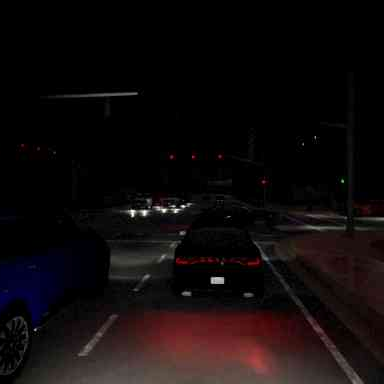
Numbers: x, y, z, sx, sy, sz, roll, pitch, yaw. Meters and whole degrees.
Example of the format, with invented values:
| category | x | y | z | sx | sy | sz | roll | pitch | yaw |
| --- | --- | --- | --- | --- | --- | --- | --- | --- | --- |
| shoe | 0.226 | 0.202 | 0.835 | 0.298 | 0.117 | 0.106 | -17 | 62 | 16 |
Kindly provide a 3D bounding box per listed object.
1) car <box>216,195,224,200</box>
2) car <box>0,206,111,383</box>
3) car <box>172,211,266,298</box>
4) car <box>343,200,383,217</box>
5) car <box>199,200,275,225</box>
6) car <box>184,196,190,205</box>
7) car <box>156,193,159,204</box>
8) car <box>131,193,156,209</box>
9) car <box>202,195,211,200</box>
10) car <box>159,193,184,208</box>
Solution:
| category | x | y | z | sx | sy | sz | roll | pitch | yaw |
| --- | --- | --- | --- | --- | --- | --- | --- | --- | --- |
| car | 7.156 | 1.552 | 84.781 | 1.994 | 1.385 | 4.181 | 0 | 0 | 5 |
| car | -3.075 | 1.221 | 5.481 | 2.150 | 2.045 | 5.566 | 0 | 0 | 3 |
| car | 0.646 | 1.478 | 8.590 | 1.882 | 1.535 | 5.008 | 0 | 0 | 4 |
| car | 16.746 | 1.478 | 30.951 | 5.008 | 1.535 | 1.882 | 0 | 0 | 5 |
| car | 2.799 | 1.491 | 21.335 | 4.902 | 1.511 | 2.128 | 0 | 0 | 5 |
| car | -2.084 | 1.352 | 58.580 | 2.097 | 1.767 | 4.553 | 0 | 0 | 5 |
| car | -5.848 | 1.221 | 55.623 | 2.150 | 2.045 | 5.566 | 0 | 0 | 5 |
| car | -6.724 | 1.221 | 45.313 | 2.150 | 2.045 | 5.566 | 0 | 0 | 3 |
| car | 3.639 | 1.524 | 84.720 | 1.812 | 1.442 | 4.674 | 0 | 0 | 5 |
| car | -2.894 | 1.221 | 48.923 | 2.150 | 2.045 | 5.566 | 0 | 0 | 5 |
